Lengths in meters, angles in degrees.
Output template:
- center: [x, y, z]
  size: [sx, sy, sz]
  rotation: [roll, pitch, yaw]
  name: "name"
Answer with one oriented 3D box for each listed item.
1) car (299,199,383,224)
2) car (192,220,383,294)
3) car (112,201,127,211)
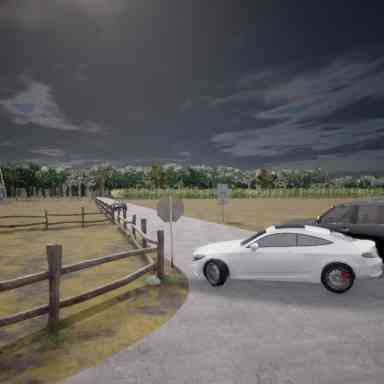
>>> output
- center: [5.103, 1.225, 9.799]
  size: [2.150, 2.045, 5.566]
  rotation: [-2, 0, -39]
  name: "car"
- center: [2.299, 1.612, 8.708]
  size: [4.674, 1.442, 1.812]
  rotation: [-2, 0, 17]
  name: "car"
- center: [-10.795, 1.979, 49.473]
  size: [2.033, 1.411, 5.357]
  rotation: [-2, 0, -18]
  name: "car"
